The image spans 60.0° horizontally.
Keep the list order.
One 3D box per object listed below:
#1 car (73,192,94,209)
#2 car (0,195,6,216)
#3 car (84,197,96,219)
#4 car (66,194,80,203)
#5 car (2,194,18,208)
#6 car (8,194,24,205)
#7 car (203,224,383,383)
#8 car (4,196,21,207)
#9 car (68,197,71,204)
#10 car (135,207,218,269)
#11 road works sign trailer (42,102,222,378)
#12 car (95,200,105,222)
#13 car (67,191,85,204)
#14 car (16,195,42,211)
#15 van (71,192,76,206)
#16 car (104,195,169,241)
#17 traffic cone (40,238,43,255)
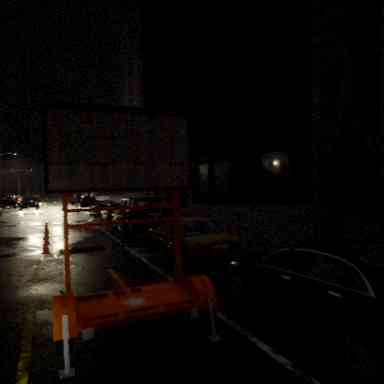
[{"bbox_3d":[-11.316,1.072,35.930,1.967,1.590,4.097,-2,1,-23],"label":"car"},{"bbox_3d":[-16.895,1.372,27.392,1.967,1.590,4.097,-2,1,-23],"label":"car"},{"bbox_3d":[-6.843,1.267,25.659,1.947,1.339,4.313,-2,1,-23],"label":"car"},{"bbox_3d":[-20.253,1.045,56.478,2.008,1.369,4.403,-2,1,-23],"label":"car"},{"bbox_3d":[-23.604,1.144,42.801,2.192,1.841,5.009,-2,1,-23],"label":"car"},{"bbox_3d":[-28.070,1.200,53.077,1.967,1.590,4.097,-2,1,-23],"label":"car"},{"bbox_3d":[2.096,1.391,5.113,2.008,1.369,4.403,-2,1,-23],"label":"car"},{"bbox_3d":[-25.764,1.320,47.786,1.752,1.417,4.829,-2,1,-23],"label":"car"},{"bbox_3d":[-15.786,1.003,46.203,1.967,1.590,4.097,-2,1,-23],"label":"car"},{"bbox_3d":[-0.208,1.330,10.404,1.752,1.417,4.829,-2,1,-23],"label":"car"},{"bbox_3d":[-1.181,0.380,5.643,2.380,3.560,2.880,-2,1,-23],"label":"road works sign trailer"},{"bbox_3d":[-4.608,1.317,20.523,1.802,1.307,4.206,-2,1,-23],"label":"car"},{"bbox_3d":[-18.025,0.843,51.337,2.192,1.841,5.009,-2,1,-23],"label":"car"},{"bbox_3d":[-18.689,1.306,38.317,1.812,1.442,4.674,-2,1,-23],"label":"car"},{"bbox_3d":[-13.554,0.938,41.065,1.690,1.788,3.998,-2,1,-23],"label":"van"},{"bbox_3d":[-2.381,1.086,15.382,2.192,1.841,5.009,-2,1,-23],"label":"car"},{"bbox_3d":[-5.102,1.866,11.581,0.340,0.580,0.340,-2,1,-23],"label":"traffic cone"}]
